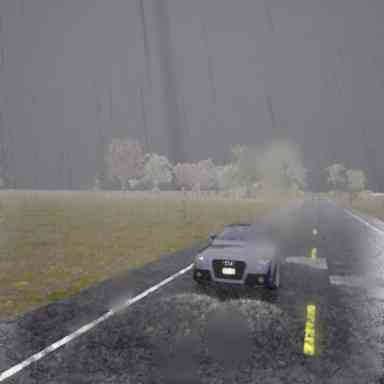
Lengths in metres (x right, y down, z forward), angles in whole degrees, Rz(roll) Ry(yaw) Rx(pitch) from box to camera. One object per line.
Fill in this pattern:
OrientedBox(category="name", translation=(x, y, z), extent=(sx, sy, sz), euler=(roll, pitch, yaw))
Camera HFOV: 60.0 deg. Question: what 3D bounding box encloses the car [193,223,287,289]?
OrientedBox(category="car", translation=(1.524, 1.596, 9.316), extent=(1.994, 1.385, 4.181), euler=(0, 0, 21))
